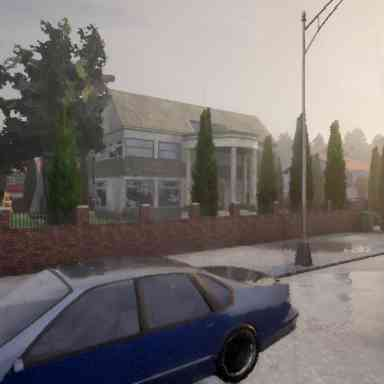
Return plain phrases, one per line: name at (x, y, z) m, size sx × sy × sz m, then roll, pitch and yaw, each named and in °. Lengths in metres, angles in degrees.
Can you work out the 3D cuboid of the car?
car at (-1.033, 1.547, 3.872) m, size 5.357 × 1.411 × 2.033 m, roll 0°, pitch 0°, yaw -36°
